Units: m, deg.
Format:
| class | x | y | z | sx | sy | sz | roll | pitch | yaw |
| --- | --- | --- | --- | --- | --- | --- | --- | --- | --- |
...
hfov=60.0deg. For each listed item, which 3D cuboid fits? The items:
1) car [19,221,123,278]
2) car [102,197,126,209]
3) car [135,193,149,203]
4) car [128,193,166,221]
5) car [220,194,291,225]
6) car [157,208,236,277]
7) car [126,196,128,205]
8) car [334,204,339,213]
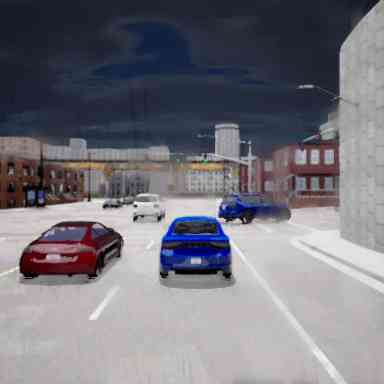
| class | x | y | z | sx | sy | sz | roll | pitch | yaw |
| --- | --- | --- | --- | --- | --- | --- | --- | --- | --- |
| car | -3.400 | 1.560 | 10.117 | 1.994 | 1.385 | 4.181 | 0 | 0 | -1 |
| car | -10.594 | 1.544 | 44.686 | 1.994 | 1.385 | 4.181 | 0 | 0 | 0 |
| car | -10.519 | 1.187 | 70.965 | 2.150 | 2.045 | 5.566 | 0 | 0 | 0 |
| car | -3.406 | 1.210 | 27.145 | 2.150 | 2.045 | 5.566 | 0 | 0 | 0 |
| car | 4.607 | 1.210 | 24.204 | 5.566 | 2.045 | 2.150 | 0 | -2 | -28 |
| car | 0.095 | 1.473 | 10.266 | 1.882 | 1.535 | 5.008 | 0 | 0 | 0 |
| car | -10.573 | 1.474 | 55.968 | 1.837 | 1.490 | 4.892 | 0 | 1 | 0 |
| car | 14.515 | 1.085 | 28.242 | 4.674 | 1.442 | 1.812 | -5 | 0 | 0 |
